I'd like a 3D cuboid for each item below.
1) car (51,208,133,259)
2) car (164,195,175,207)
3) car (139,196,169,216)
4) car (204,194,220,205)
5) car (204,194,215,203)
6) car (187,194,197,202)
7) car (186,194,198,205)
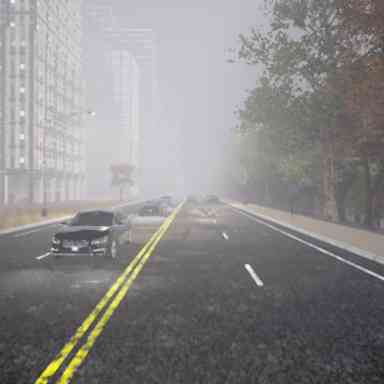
[{"bbox_3d":[-3.353,1.364,11.954,1.837,1.490,4.892,0,0,0],"label":"car"},{"bbox_3d":[-3.356,1.177,43.258,1.812,1.442,4.674,1,0,0],"label":"car"},{"bbox_3d":[-3.359,1.305,28.930,1.994,1.385,4.181,1,0,0],"label":"car"},{"bbox_3d":[3.210,1.176,51.054,1.837,1.490,4.892,1,0,0],"label":"car"},{"bbox_3d":[3.202,1.086,61.448,1.882,1.535,5.008,1,0,0],"label":"car"},{"bbox_3d":[-0.048,1.101,61.444,1.812,1.442,4.674,1,0,0],"label":"car"},{"bbox_3d":[-0.039,1.185,51.051,2.033,1.411,5.357,1,0,0],"label":"car"}]
